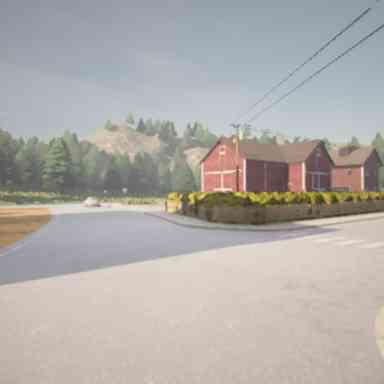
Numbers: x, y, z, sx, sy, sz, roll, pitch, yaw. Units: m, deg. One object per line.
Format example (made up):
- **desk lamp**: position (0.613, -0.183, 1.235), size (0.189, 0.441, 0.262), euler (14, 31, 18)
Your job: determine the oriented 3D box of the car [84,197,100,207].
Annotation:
- **car**: position (-15.009, 1.480, 49.886), size (1.812, 1.442, 4.674), euler (0, 0, -23)
